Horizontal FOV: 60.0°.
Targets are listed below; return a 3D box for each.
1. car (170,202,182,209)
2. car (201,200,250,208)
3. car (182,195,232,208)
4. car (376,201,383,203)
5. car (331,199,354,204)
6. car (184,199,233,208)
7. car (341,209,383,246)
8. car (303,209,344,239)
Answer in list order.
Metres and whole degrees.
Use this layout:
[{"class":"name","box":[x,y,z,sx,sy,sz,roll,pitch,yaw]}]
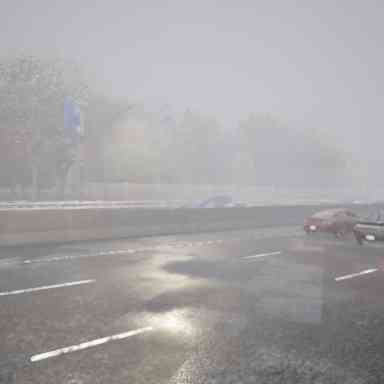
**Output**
[{"class":"car","box":[-0.177,1.654,38.249,4.892,1.490,1.837,1,0,-35]},{"class":"car","box":[3.341,1.651,27.866,4.674,1.442,1.812,1,0,-35]},{"class":"car","box":[2.081,1.371,35.560,5.566,2.045,2.150,0,0,-35]},{"class":"car","box":[28.562,2.003,50.040,4.718,1.301,1.895,0,0,-35]},{"class":"car","box":[25.559,1.896,56.502,5.008,1.535,1.882,-1,1,-35]},{"class":"car","box":[2.301,1.682,31.425,5.357,1.411,2.033,1,0,-35]},{"class":"car","box":[8.954,1.593,14.432,4.902,1.511,2.128,1,0,-36]},{"class":"car","box":[7.939,1.636,18.010,4.674,1.442,1.812,1,0,-35]}]
